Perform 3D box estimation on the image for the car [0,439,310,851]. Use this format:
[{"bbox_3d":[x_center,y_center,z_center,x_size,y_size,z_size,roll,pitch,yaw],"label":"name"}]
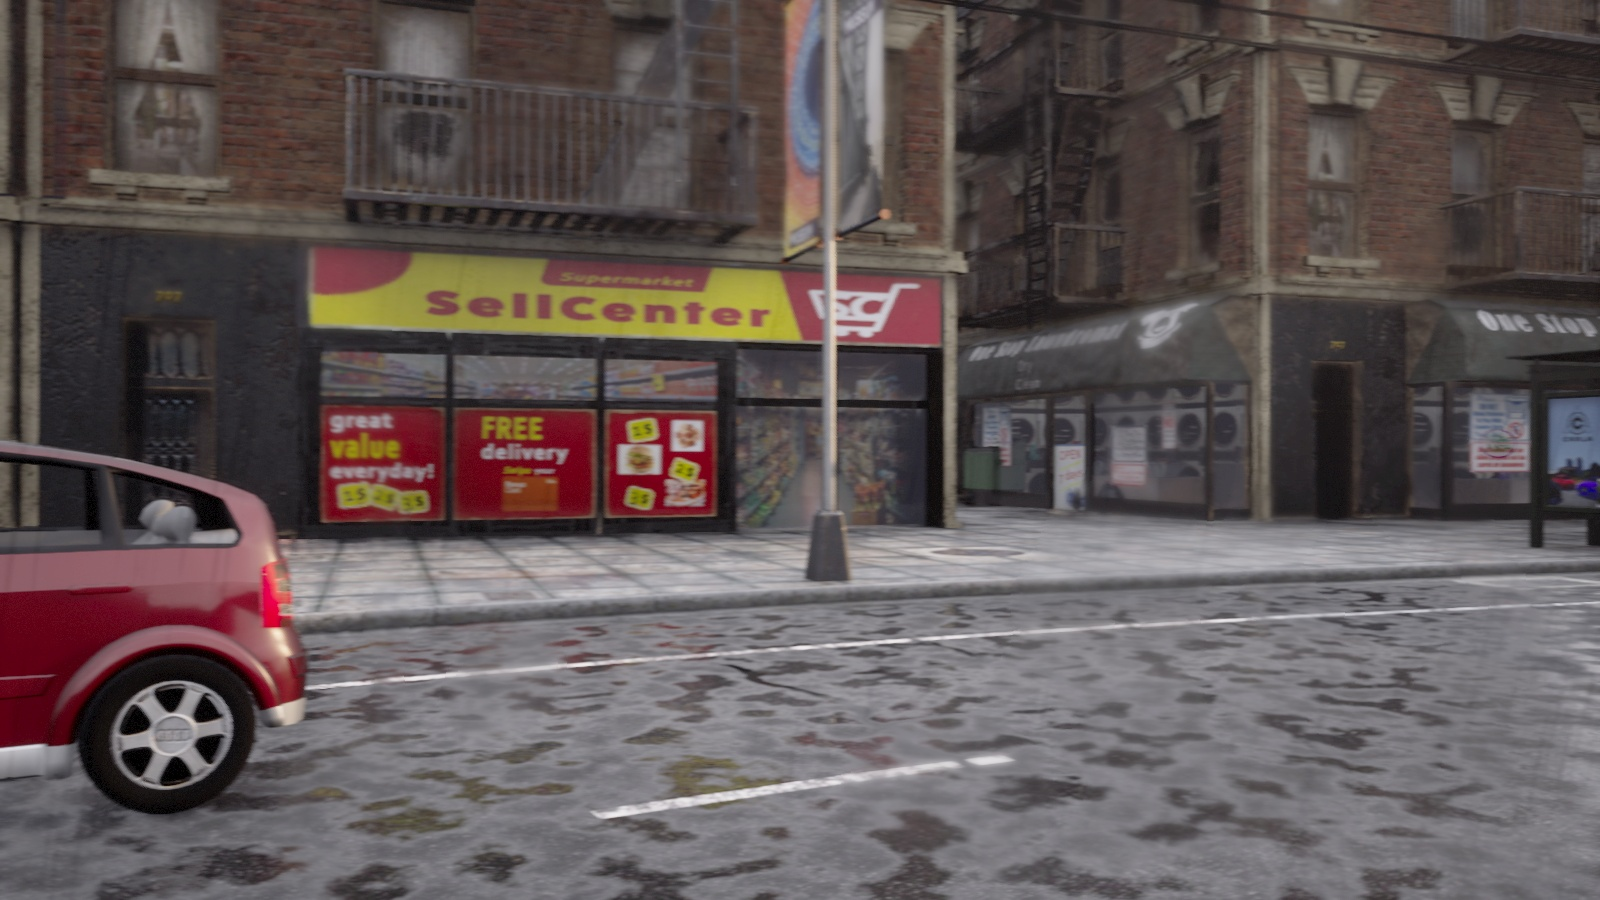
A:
[{"bbox_3d":[-4.116,0.735,5.079,3.705,1.549,1.789,0,0,-32],"label":"car"}]
